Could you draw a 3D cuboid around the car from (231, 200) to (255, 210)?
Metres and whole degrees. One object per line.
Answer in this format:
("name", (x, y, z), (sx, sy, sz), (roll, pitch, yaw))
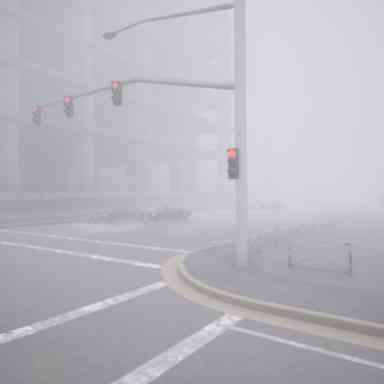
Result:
("car", (6.873, 1.720, 44.557), (1.994, 1.385, 4.181), (-1, 0, 36))

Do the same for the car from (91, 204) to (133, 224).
("car", (-5.858, 1.681, 26.757), (1.812, 1.442, 4.674), (-1, 0, 35))

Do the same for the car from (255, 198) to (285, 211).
("car", (10.509, 1.597, 43.620), (1.882, 1.535, 5.008), (-1, 0, 36))

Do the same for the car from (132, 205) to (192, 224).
("car", (-2.094, 1.720, 26.039), (1.895, 1.301, 4.718), (-1, 0, 36))
